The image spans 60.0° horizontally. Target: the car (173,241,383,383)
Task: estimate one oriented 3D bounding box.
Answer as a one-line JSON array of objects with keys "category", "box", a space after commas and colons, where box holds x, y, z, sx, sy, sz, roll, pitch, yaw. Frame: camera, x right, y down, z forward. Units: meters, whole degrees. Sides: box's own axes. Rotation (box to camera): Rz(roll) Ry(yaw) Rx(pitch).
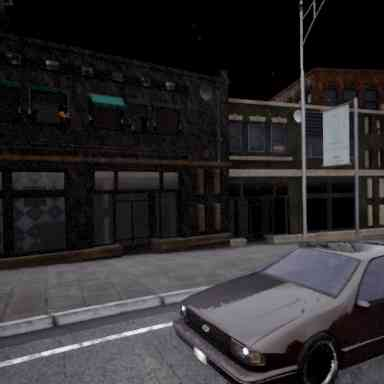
[{"category": "car", "box": [2.450, 1.537, 5.181, 5.357, 1.411, 2.033, 0, 0, -28]}]
